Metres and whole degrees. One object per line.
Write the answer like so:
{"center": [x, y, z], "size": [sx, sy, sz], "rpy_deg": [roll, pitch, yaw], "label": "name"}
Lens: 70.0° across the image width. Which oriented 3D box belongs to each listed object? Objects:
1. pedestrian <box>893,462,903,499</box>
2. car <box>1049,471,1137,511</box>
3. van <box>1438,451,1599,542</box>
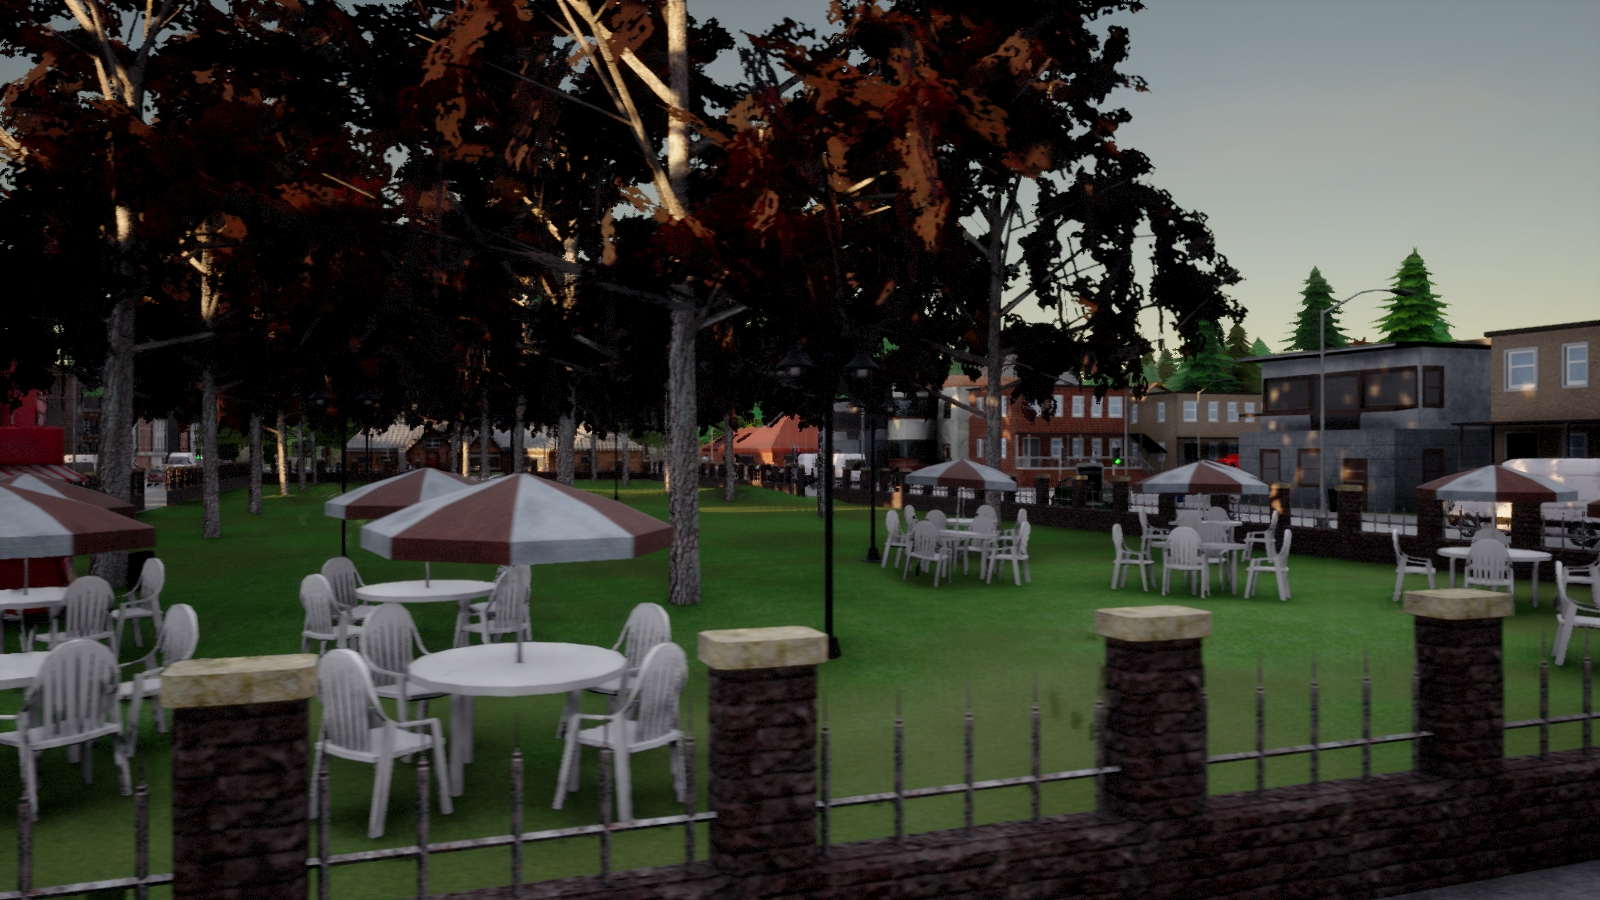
{"center": [4.881, 1.525, 57.100], "size": [0.375, 1.860, 0.375], "rpy_deg": [0, 0, -20], "label": "pedestrian"}
{"center": [12.835, 1.780, 50.318], "size": [1.851, 1.617, 3.988], "rpy_deg": [0, 0, -20], "label": "car"}
{"center": [22.745, 1.314, 34.773], "size": [1.988, 2.561, 5.915], "rpy_deg": [0, 0, -20], "label": "van"}
